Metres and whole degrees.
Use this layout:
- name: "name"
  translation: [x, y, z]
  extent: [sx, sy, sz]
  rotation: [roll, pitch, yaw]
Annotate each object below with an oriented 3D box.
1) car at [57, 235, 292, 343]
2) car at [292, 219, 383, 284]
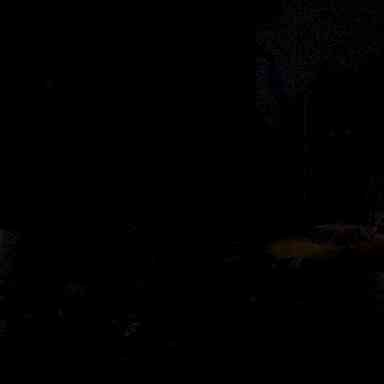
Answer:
- name: "car"
  translation: [-0.279, 1.566, 6.469]
  extent: [4.313, 1.339, 1.947]
  rotation: [0, 0, -36]
- name: "car"
  translation: [3.992, 1.526, 9.552]
  extent: [4.829, 1.417, 1.752]
  rotation: [0, 0, -36]
